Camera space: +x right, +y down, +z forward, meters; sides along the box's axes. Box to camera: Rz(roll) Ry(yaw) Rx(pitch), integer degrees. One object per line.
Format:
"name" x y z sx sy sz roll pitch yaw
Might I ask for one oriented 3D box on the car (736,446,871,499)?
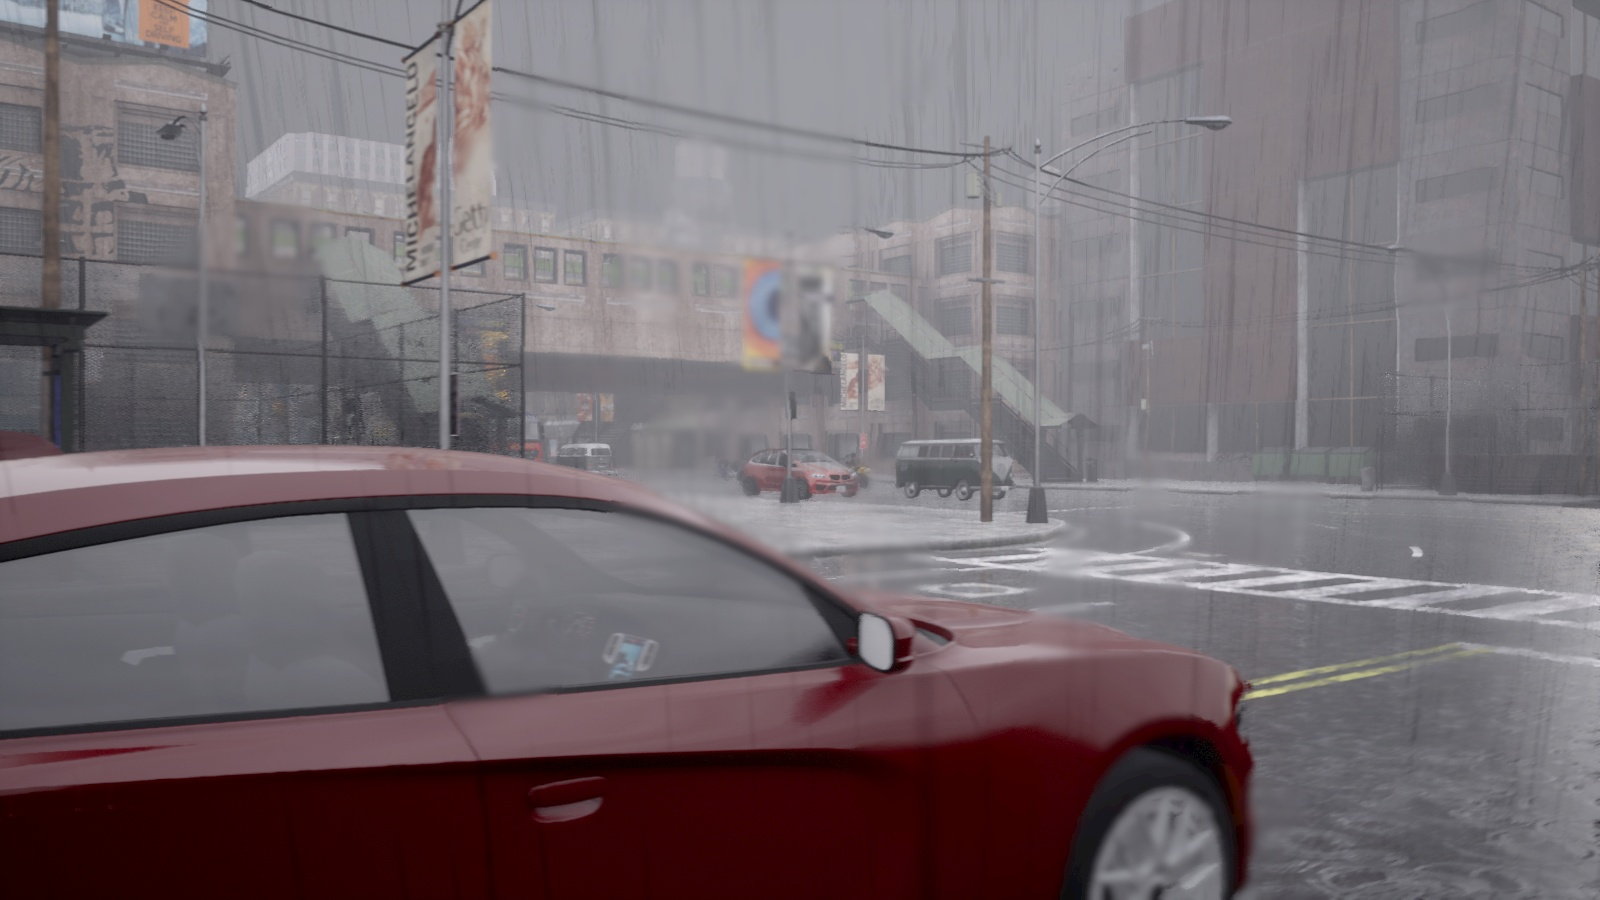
"car" 0.065 0.703 42.003 2.242 1.667 4.611 0 0 -36

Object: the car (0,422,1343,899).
"car" -0.972 0.733 2.971 5.008 1.535 1.882 0 0 -37

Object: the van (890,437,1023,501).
"van" 5.057 0.600 41.079 1.775 1.987 4.442 0 0 -35

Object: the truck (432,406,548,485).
"truck" -16.067 -0.207 64.631 2.891 3.827 8.468 0 0 -35

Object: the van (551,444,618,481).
"van" -12.291 0.690 71.436 2.069 2.038 4.480 0 0 -35

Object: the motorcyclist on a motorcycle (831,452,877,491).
"motorcyclist on a motorcycle" 2.192 0.860 51.050 0.797 1.523 2.044 0 0 -36
